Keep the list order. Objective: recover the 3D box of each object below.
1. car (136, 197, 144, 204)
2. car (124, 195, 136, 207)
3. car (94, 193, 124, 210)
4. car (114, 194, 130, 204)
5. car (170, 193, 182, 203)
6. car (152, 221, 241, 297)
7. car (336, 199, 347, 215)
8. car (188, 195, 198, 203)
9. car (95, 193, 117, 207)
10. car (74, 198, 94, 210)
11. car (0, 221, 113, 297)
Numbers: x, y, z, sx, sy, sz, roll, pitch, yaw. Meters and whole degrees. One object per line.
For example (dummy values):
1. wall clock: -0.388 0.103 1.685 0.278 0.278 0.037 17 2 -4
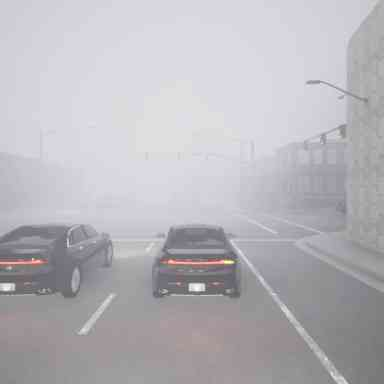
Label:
1. car: -10.342 1.564 63.134 1.994 1.385 4.181 0 0 1
2. car: -10.422 1.352 51.111 2.097 1.767 4.553 0 0 0
3. car: -10.454 1.352 42.258 2.097 1.767 4.553 0 0 0
4. car: -13.805 1.352 66.071 2.097 1.767 4.553 0 0 1
5. car: -3.279 1.221 68.315 2.150 2.045 5.566 0 0 0
6. car: 0.106 1.505 8.537 1.837 1.490 4.892 0 0 0
7. car: 14.910 0.764 27.576 5.566 2.045 2.150 -5 0 0
8. car: 0.221 1.352 68.248 2.097 1.767 4.553 0 0 0
9. car: -13.905 1.221 54.051 2.150 2.045 5.566 0 0 0
10. car: -13.946 1.491 43.758 2.128 1.511 4.902 0 0 0
11. car: -3.394 1.505 8.553 1.837 1.490 4.892 0 0 0
